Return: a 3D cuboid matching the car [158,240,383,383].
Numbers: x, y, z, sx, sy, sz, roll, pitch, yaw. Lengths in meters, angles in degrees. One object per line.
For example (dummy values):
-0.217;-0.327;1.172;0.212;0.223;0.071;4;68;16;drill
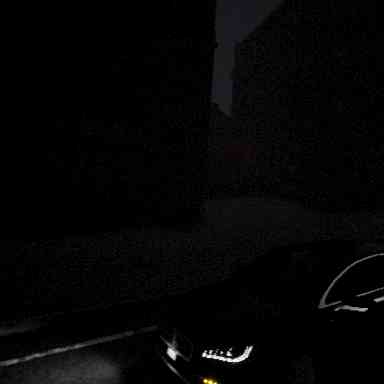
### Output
1.895;1.518;4.807;4.892;1.490;1.837;0;-1;-30;car
